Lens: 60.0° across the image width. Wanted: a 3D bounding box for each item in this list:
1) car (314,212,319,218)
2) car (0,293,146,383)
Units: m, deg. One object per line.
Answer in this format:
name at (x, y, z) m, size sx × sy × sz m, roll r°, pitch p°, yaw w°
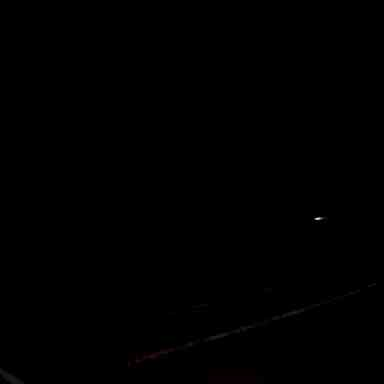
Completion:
car at (29.681, 5.654, 81.487) m, size 1.895 × 1.301 × 4.718 m, roll -4°, pitch -4°, yaw 8°
car at (-2.696, 1.545, 1.978) m, size 4.892 × 1.490 × 1.837 m, roll 1°, pitch -1°, yaw -32°
